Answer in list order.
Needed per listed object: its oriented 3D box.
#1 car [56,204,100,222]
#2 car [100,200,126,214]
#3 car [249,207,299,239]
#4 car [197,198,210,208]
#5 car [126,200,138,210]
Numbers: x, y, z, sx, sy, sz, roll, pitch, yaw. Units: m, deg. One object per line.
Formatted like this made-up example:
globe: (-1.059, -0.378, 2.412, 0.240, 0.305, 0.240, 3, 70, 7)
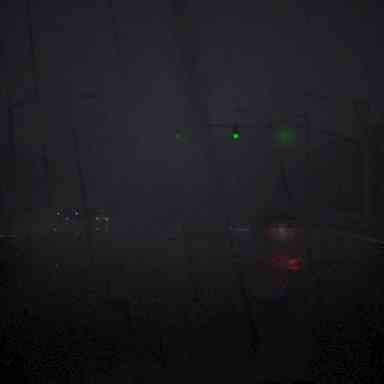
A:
car: (-9.670, 1.764, 28.156, 1.895, 1.301, 4.718, 0, 0, 2)
car: (-9.371, 1.691, 37.492, 2.128, 1.511, 4.902, 0, 0, 2)
car: (4.211, 1.558, 17.607, 1.837, 1.490, 4.892, 0, 0, 2)
car: (1.724, 1.692, 50.454, 2.128, 1.511, 4.902, 0, 0, 2)
car: (-9.019, 1.840, 47.457, 1.895, 1.301, 4.718, 0, 0, 2)
